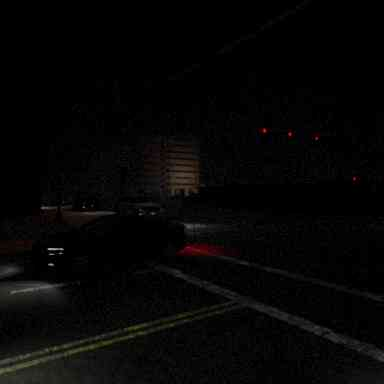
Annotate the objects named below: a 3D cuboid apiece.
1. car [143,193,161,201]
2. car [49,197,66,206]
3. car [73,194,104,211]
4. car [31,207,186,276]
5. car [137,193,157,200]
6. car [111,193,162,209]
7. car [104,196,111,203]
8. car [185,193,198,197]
[{"bbox_3d":[-9.827,1.156,81.483,3.866,1.878,1.905,0,0,-34],"label":"car"},{"bbox_3d":[-22.242,1.542,54.905,1.837,1.490,4.892,0,0,-33],"label":"car"},{"bbox_3d":[-12.730,1.218,39.879,2.150,2.045,5.566,0,0,-33],"label":"car"},{"bbox_3d":[-2.418,1.478,10.681,5.008,1.535,1.882,0,1,-43],"label":"car"},{"bbox_3d":[-11.404,1.153,83.910,4.605,1.855,1.932,0,0,-34],"label":"car"},{"bbox_3d":[-4.336,1.220,26.776,2.150,2.045,5.566,0,0,-33],"label":"car"},{"bbox_3d":[-17.252,1.526,66.768,1.812,1.442,4.674,0,0,-33],"label":"car"},{"bbox_3d":[1.207,1.156,65.255,3.866,1.878,1.905,0,0,-34],"label":"car"}]
